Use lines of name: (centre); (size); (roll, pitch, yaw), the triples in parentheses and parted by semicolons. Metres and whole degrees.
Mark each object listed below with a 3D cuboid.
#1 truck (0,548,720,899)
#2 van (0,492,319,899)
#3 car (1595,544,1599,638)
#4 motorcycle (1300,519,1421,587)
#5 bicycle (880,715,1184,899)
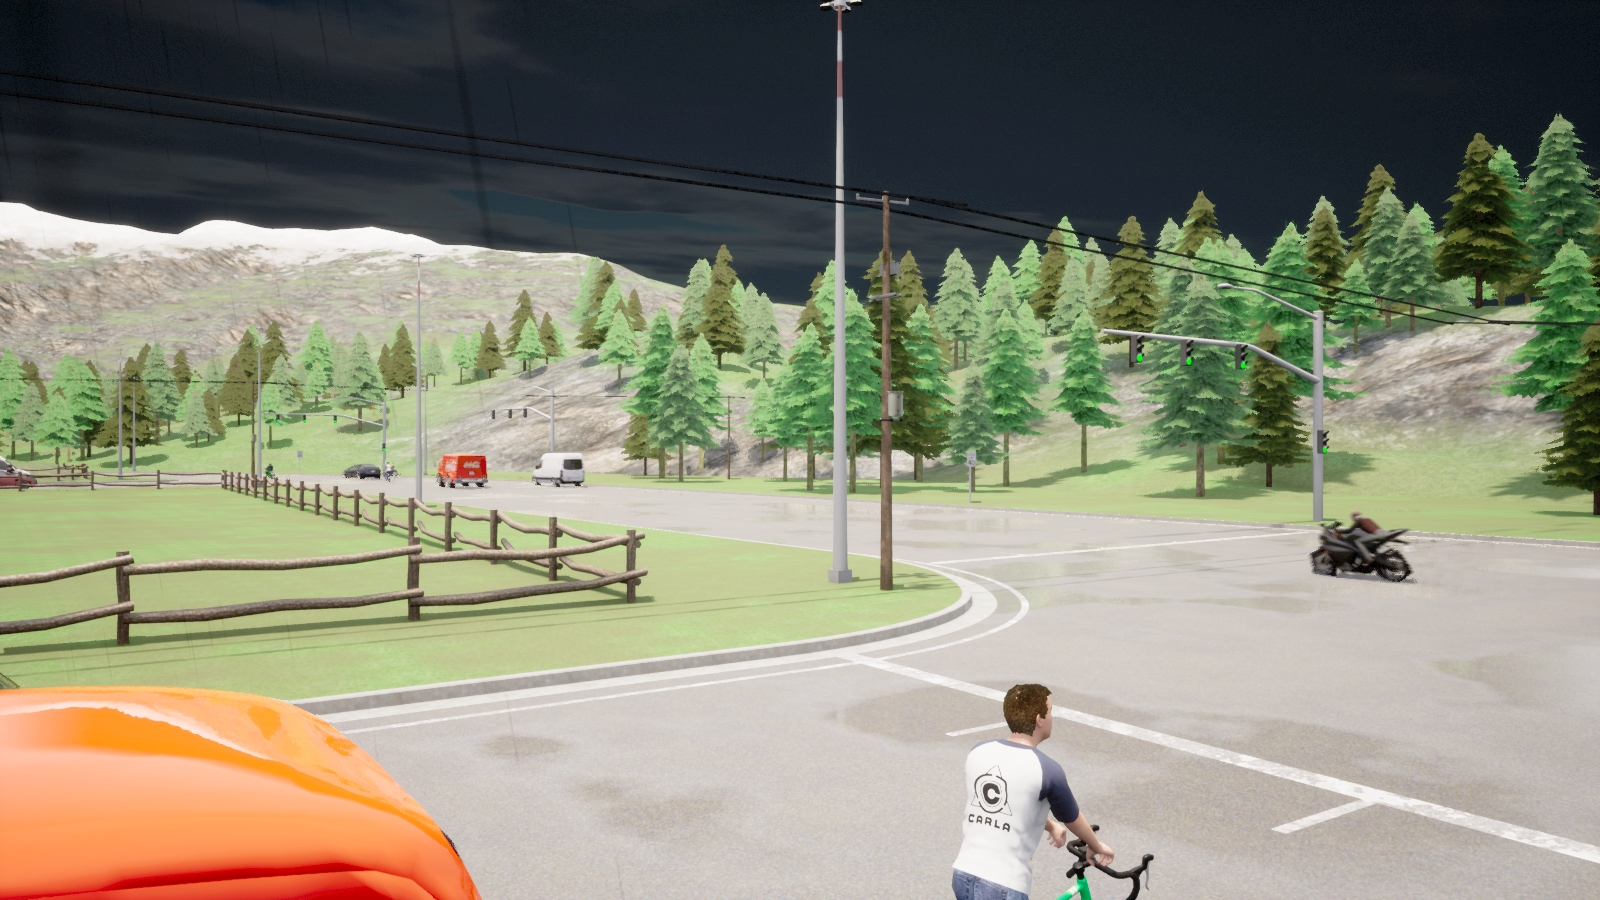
truck: (-3.057, 1.552, 1.725); (5.204, 2.467, 2.627); (1, -1, -34)
van: (-5.215, 1.535, 4.399); (5.915, 2.561, 1.988); (0, 0, -35)
car: (13.865, 2.105, 15.883); (1.994, 1.385, 4.181); (0, 0, -35)
motorcycle: (12.059, 2.189, 24.651); (0.867, 1.251, 2.209); (0, 0, -35)
bicycle: (1.060, 2.053, 4.957); (1.643, 1.496, 0.373); (0, 0, -41)
